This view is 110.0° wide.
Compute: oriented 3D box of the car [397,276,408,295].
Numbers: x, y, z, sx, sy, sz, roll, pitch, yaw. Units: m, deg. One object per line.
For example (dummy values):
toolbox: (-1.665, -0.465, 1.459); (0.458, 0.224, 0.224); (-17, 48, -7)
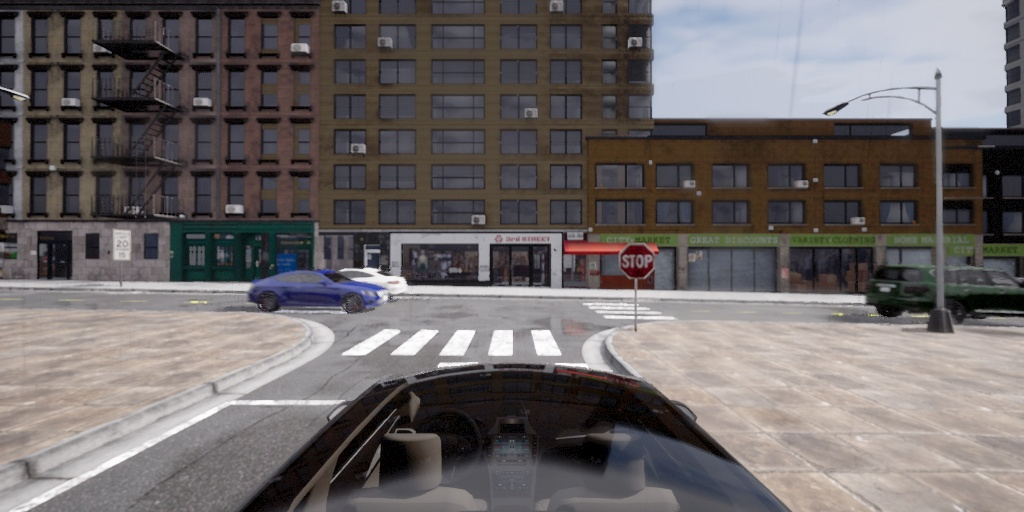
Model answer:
car: (-7.037, 1.236, 15.868); (4.674, 1.442, 1.812); (1, 0, 0)

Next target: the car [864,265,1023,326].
car: (16.124, 1.376, 12.924); (5.566, 2.045, 2.150); (1, 0, 0)

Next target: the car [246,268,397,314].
car: (-6.898, 1.216, 12.913); (4.674, 1.442, 1.812); (1, 0, 0)
